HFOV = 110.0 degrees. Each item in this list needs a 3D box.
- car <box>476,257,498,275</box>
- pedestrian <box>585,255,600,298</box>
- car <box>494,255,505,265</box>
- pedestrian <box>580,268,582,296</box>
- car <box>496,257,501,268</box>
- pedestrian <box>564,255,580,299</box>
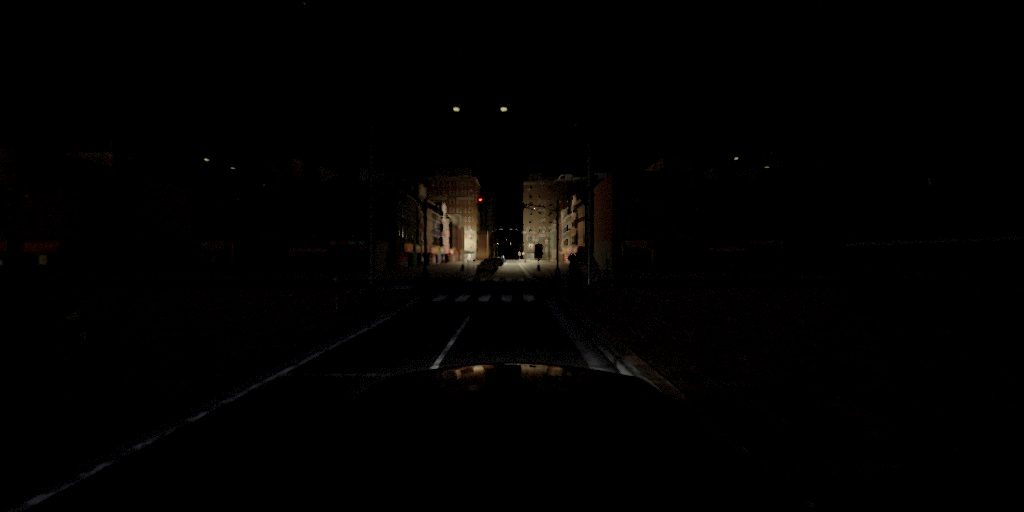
[{"bbox_3d":[-2.642,1.098,35.891,1.751,1.417,4.829,0,0,0],"label":"car"},{"bbox_3d":[3.422,0.812,15.193,0.375,1.860,0.375,0,0,0],"label":"pedestrian"},{"bbox_3d":[-2.645,0.930,58.481,1.967,1.591,4.097,0,0,0],"label":"car"},{"bbox_3d":[2.733,0.809,15.793,0.375,1.860,0.375,0,0,0],"label":"pedestrian"},{"bbox_3d":[-2.643,1.095,41.665,1.888,1.381,4.507,0,0,0],"label":"car"},{"bbox_3d":[2.425,0.820,14.593,0.375,1.860,0.375,0,0,0],"label":"pedestrian"}]
